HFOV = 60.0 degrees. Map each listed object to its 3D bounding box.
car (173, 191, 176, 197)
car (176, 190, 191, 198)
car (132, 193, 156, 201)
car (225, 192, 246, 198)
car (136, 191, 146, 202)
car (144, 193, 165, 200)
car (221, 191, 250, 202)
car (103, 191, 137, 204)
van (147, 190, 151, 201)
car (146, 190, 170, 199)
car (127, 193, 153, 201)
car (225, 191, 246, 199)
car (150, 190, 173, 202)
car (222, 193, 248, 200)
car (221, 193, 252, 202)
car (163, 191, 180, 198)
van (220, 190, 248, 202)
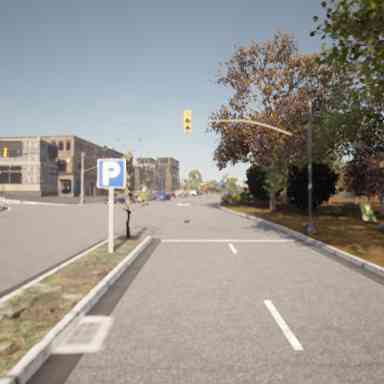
[{"bbox_3d":[-6.733,0.819,88.236,5.008,1.535,2.097,-1,0,-11],"label":"car"},{"bbox_3d":[-2.235,0.850,86.238,1.812,1.442,4.674,0,0,9],"label":"car"},{"bbox_3d":[-9.730,0.979,67.304,4.674,1.452,2.002,-1,0,-13],"label":"car"},{"bbox_3d":[11.091,0.801,84.352,4.792,1.488,2.163,0,1,-11],"label":"car"},{"bbox_3d":[-10.875,1.000,55.344,5.366,1.575,1.946,-1,0,-15],"label":"car"},{"bbox_3d":[-8.554,0.928,76.289,4.674,1.452,2.002,-1,0,-12],"label":"car"},{"bbox_3d":[7.588,0.813,57.938,4.553,1.767,2.185,0,0,-14],"label":"car"},{"bbox_3d":[-11.516,1.059,52.351,4.792,1.488,2.163,-1,1,-15],"label":"car"},{"bbox_3d":[-10.324,0.745,61.335,4.442,1.987,1.878,-1,0,-14],"label":"van"},{"bbox_3d":[-8.108,0.619,79.294,5.566,2.045,2.435,-1,0,-12],"label":"car"},{"bbox_3d":[-10.100,0.957,64.308,4.892,1.521,2.231,-1,0,-14],"label":"car"},{"bbox_3d":[10.253,0.684,78.509,4.553,1.767,2.185,0,1,-11],"label":"car"},{"bbox_3d":[-5.564,0.779,61.793,2.150,2.045,5.566,0,2,6],"label":"car"},{"bbox_3d":[8.628,0.924,66.772,4.674,1.452,2.002,1,0,-13],"label":"car"},{"bbox_3d":[8.120,0.919,60.932,5.366,1.575,1.946,0,0,-13],"label":"car"},{"bbox_3d":[-5.698,0.659,94.193,4.553,1.767,2.185,-1,0,-10],"label":"car"},{"bbox_3d":[7.208,0.731,54.967,4.442,1.987,1.878,1,1,-14],"label":"van"}]
